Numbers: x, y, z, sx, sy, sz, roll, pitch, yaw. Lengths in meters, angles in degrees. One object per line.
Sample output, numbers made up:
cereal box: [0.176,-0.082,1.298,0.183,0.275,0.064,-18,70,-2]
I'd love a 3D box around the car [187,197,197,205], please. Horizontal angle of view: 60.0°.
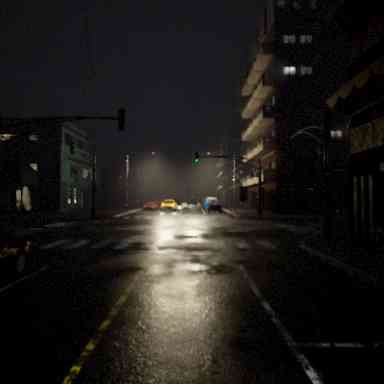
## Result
car: [0.015,2.040,70.468,1.994,1.385,4.181,0,0,0]

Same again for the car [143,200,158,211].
car: [-5.669,1.918,46.147,1.802,1.307,4.206,1,0,0]

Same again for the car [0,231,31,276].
car: [-5.644,1.609,8.084,1.887,1.381,4.507,1,0,0]

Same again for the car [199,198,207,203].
car: [2.721,2.151,85.246,1.947,1.339,4.313,1,0,0]

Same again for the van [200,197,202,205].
van: [2.717,1.753,57.344,1.690,1.788,3.998,1,0,0]

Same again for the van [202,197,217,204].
van: [2.715,1.678,46.182,1.690,1.788,3.998,1,0,0]

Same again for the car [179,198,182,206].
car: [-2.987,1.960,63.954,1.837,1.490,4.892,0,-1,0]

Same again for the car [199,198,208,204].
car: [2.719,2.118,79.665,1.947,1.339,4.313,1,0,0]

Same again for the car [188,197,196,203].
car: [0.016,1.942,80.511,1.994,1.385,4.181,0,0,0]

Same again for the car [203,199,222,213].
car: [2.711,1.850,40.601,2.008,1.369,4.403,1,0,0]

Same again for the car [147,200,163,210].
car: [-5.667,1.918,51.728,1.887,1.381,4.507,1,0,0]

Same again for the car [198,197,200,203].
car: [2.717,2.010,68.673,1.752,1.417,4.829,1,0,0]

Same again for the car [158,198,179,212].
car: [-3.071,1.802,44.406,1.882,1.535,5.008,0,0,0]
